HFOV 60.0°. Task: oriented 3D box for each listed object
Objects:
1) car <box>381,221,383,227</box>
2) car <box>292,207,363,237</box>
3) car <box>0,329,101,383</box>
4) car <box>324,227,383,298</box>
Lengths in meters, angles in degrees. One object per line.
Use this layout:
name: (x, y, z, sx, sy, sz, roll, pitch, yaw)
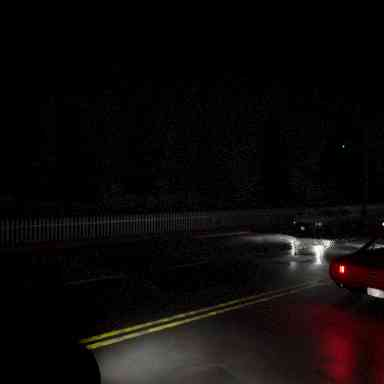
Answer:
car: (11.183, 1.601, 16.286, 4.718, 1.301, 1.895, 0, 0, -36)
car: (7.378, 1.525, 17.852, 4.674, 1.442, 1.812, 0, 0, -36)
car: (-2.819, 1.526, 1.759, 4.674, 1.442, 1.812, 0, 0, -36)
car: (5.254, 1.601, 7.519, 4.718, 1.301, 1.895, 0, 0, -35)
